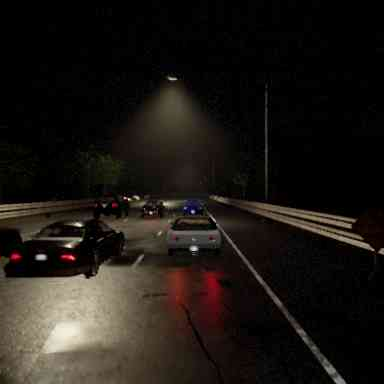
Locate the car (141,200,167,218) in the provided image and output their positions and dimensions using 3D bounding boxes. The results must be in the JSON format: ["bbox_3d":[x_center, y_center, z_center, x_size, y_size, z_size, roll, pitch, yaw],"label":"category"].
[{"bbox_3d":[-3.417,1.507,30.257,1.837,1.490,4.892,0,0,0],"label":"car"}]

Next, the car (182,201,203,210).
[{"bbox_3d":[0.084,1.529,31.038,1.812,1.442,4.674,0,0,0],"label":"car"}]

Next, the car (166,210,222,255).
[{"bbox_3d":[0.079,1.599,13.329,1.895,1.301,4.718,0,0,0],"label":"car"}]

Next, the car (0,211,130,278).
[{"bbox_3d":[-3.437,1.546,10.121,2.033,1.411,5.357,0,0,0],"label":"car"}]

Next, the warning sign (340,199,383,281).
[{"bbox_3d":[4.549,1.114,8.207,1.300,1.860,1.060,0,0,0],"label":"warning sign"}]

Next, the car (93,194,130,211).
[{"bbox_3d":[-6.919,1.223,28.983,2.150,2.045,5.566,0,0,0],"label":"car"}]
